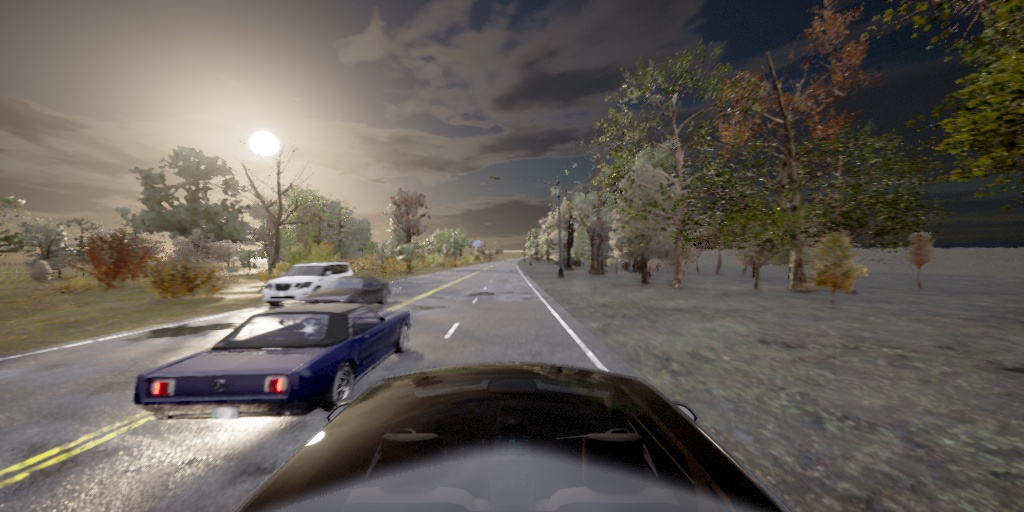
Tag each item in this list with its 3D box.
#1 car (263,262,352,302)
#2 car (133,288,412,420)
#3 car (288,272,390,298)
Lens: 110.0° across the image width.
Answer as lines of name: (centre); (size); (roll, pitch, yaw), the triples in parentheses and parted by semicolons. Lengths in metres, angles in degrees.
car: (-10.031, 1.338, 18.323); (2.150, 2.045, 5.566); (-1, 0, -1)
car: (-3.178, 1.461, 6.151); (1.895, 1.301, 4.718); (-1, 0, -1)
car: (-6.742, 1.564, 15.237); (2.033, 1.411, 5.357); (-1, 0, -1)
